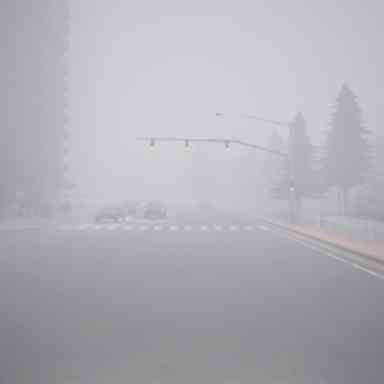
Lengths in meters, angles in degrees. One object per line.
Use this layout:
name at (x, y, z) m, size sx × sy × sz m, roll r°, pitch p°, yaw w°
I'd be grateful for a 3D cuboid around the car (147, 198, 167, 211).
car at (-5.523, 1.897, 51.654) m, size 2.097 × 1.767 × 4.553 m, roll 0°, pitch -1°, yaw -19°

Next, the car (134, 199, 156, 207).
car at (-9.786, 2.254, 69.440) m, size 4.674 × 1.442 × 1.812 m, roll 0°, pitch -1°, yaw 37°

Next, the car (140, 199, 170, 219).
car at (-3.585, 1.701, 33.401) m, size 2.097 × 1.767 × 4.553 m, roll 0°, pitch -1°, yaw 0°

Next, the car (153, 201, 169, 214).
car at (-3.927, 1.926, 42.606) m, size 1.882 × 1.535 × 5.008 m, roll 0°, pitch -1°, yaw -4°

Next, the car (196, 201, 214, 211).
car at (1.976, 2.118, 50.986) m, size 1.994 × 1.385 × 4.181 m, roll 0°, pitch -1°, yaw -14°

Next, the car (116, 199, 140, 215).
car at (-7.215, 1.889, 38.585) m, size 2.128 × 1.511 × 4.902 m, roll 0°, pitch -1°, yaw -1°

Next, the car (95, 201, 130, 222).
car at (-7.088, 1.821, 29.319) m, size 1.812 × 1.442 × 4.674 m, roll 0°, pitch -1°, yaw 0°

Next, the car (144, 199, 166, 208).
car at (-6.887, 2.156, 61.669) m, size 1.837 × 1.490 × 4.892 m, roll 1°, pitch -1°, yaw -39°
